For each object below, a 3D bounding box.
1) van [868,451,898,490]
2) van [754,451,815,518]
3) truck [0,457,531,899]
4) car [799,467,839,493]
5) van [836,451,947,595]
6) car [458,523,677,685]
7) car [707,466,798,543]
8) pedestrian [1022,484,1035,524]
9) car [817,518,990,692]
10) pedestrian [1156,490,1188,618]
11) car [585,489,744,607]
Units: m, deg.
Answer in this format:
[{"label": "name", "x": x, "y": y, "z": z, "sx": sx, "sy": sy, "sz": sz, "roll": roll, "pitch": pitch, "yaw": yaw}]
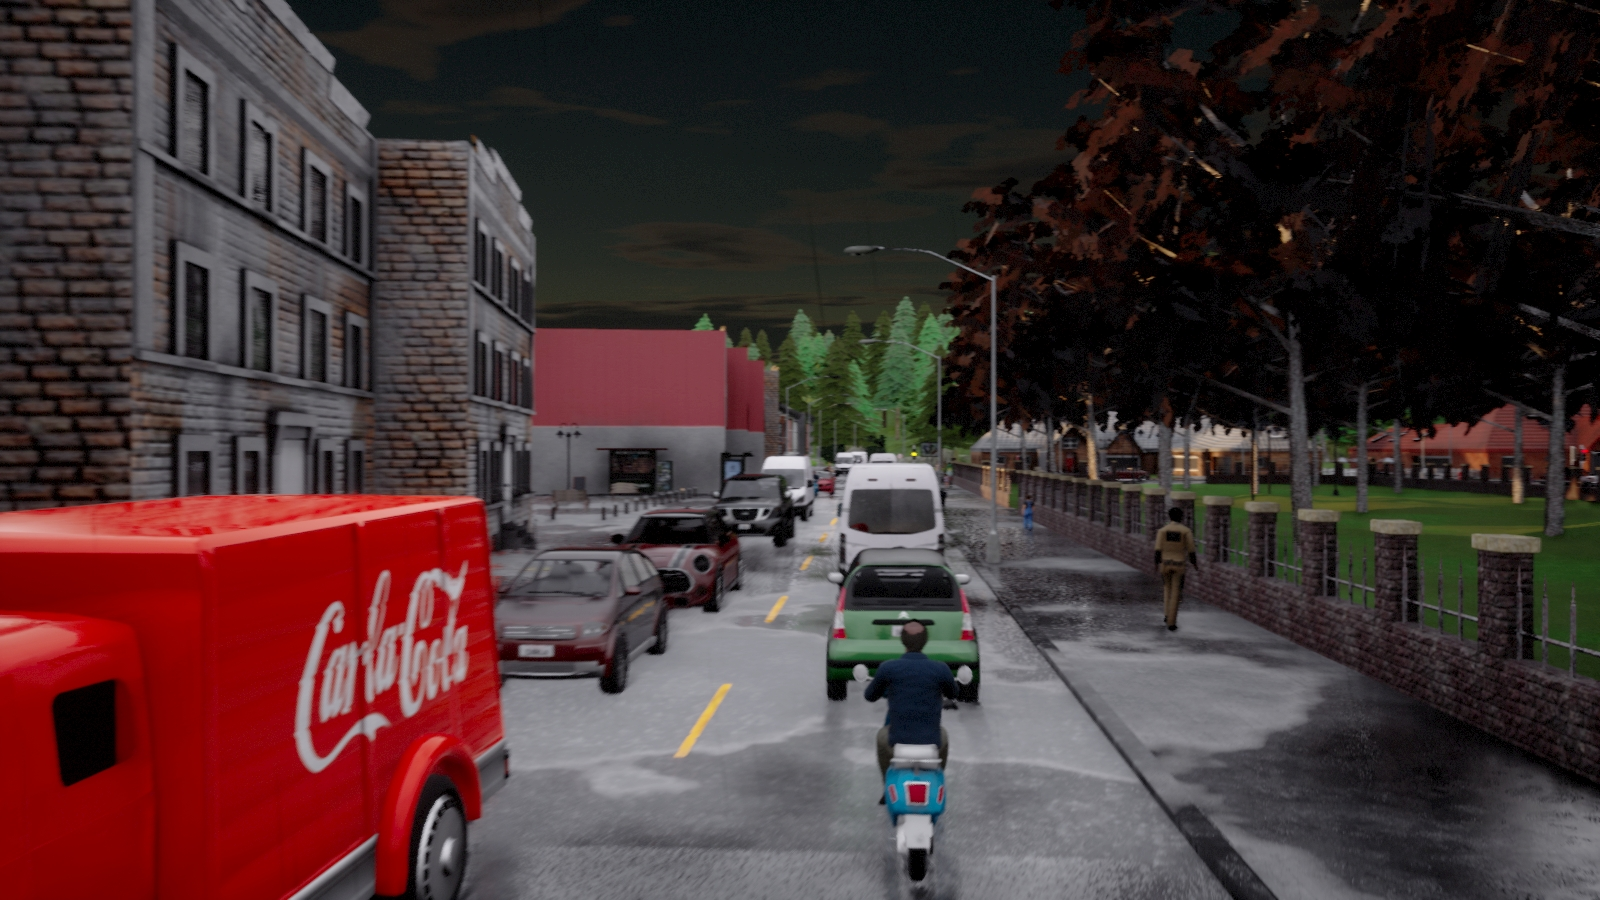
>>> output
[{"label": "van", "x": 5.635, "y": 1.327, "z": 77.530, "sx": 1.988, "sy": 2.561, "sz": 5.915, "roll": 0, "pitch": 0, "yaw": 4}, {"label": "van", "x": -0.548, "y": 1.320, "z": 46.654, "sx": 1.988, "sy": 2.561, "sz": 5.915, "roll": 0, "pitch": 0, "yaw": 4}, {"label": "truck", "x": -3.386, "y": 1.333, "z": 5.511, "sx": 2.627, "sy": 2.467, "sz": 5.204, "roll": 0, "pitch": 1, "yaw": 4}, {"label": "car", "x": 1.244, "y": 1.851, "z": 72.067, "sx": 2.231, "sy": 1.480, "sz": 4.892, "roll": 0, "pitch": 0, "yaw": 4}, {"label": "van", "x": 1.849, "y": 1.319, "z": 23.496, "sx": 1.988, "sy": 2.561, "sz": 5.915, "roll": 0, "pitch": 0, "yaw": 4}, {"label": "car", "x": -2.769, "y": 1.809, "z": 14.446, "sx": 1.789, "sy": 1.549, "sz": 3.705, "roll": 0, "pitch": 0, "yaw": 4}, {"label": "car", "x": -1.337, "y": 1.562, "z": 34.763, "sx": 2.150, "sy": 2.045, "sz": 5.566, "roll": 0, "pitch": 0, "yaw": 4}, {"label": "pedestrian", "x": 7.698, "y": 1.815, "z": 38.435, "sx": 0.375, "sy": 1.300, "sz": 0.375, "roll": 0, "pitch": 0, "yaw": 3}, {"label": "car", "x": 1.242, "y": 1.782, "z": 14.263, "sx": 1.851, "sy": 1.617, "sz": 3.988, "roll": 0, "pitch": 0, "yaw": 4}, {"label": "pedestrian", "x": 5.525, "y": 1.530, "z": 16.970, "sx": 0.375, "sy": 1.860, "sz": 0.375, "roll": 0, "pitch": 0, "yaw": 30}, {"label": "car", "x": -2.343, "y": 1.687, "z": 21.083, "sx": 2.097, "sy": 1.767, "sz": 4.553, "roll": 0, "pitch": 0, "yaw": 4}]
